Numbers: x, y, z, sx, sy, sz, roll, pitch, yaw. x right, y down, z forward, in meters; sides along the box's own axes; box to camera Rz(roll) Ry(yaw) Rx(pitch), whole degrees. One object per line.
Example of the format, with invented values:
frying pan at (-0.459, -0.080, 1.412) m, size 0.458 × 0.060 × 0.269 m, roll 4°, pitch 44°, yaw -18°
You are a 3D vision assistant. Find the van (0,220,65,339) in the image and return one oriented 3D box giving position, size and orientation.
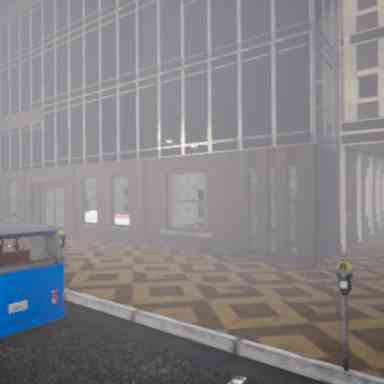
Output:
van at (-3.890, 1.342, 5.657) m, size 3.998 × 1.788 × 1.690 m, roll 0°, pitch -1°, yaw 35°
